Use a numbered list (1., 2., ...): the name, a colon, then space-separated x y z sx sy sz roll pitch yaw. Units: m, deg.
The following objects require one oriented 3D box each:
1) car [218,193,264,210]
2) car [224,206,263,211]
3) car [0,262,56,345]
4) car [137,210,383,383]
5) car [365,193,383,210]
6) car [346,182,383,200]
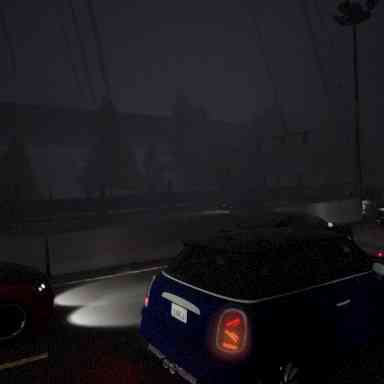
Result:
1. car: 4.268 0.815 28.710 4.181 1.385 1.994 -4 2 -36
2. car: 3.058 1.321 10.295 5.008 1.535 1.882 -3 1 -36
3. car: -4.314 1.565 4.975 4.181 1.385 1.994 0 0 -35
4. car: 1.581 1.313 4.907 4.553 1.767 2.097 -1 1 -36
5. car: 10.679 0.865 15.816 4.902 1.511 2.128 -4 2 -36
6. car: 17.640 0.018 34.082 4.674 1.442 1.812 -4 2 -36
